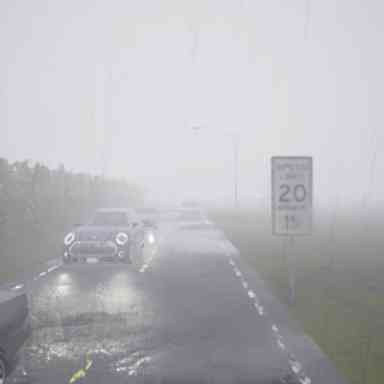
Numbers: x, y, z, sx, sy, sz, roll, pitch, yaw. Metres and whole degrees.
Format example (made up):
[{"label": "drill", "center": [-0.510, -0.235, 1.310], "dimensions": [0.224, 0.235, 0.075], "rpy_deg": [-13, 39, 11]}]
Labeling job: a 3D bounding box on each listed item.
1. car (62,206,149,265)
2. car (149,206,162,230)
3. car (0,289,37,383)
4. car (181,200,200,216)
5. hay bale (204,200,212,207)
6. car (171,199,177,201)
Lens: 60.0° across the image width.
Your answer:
[{"label": "car", "center": [-2.940, 1.403, 11.920], "dimensions": [2.097, 1.767, 4.553], "rpy_deg": [0, 0, -1]}, {"label": "car", "center": [-3.019, 1.643, 22.228], "dimensions": [2.033, 1.411, 5.357], "rpy_deg": [0, 0, -1]}, {"label": "car", "center": [-2.832, 1.561, 1.919], "dimensions": [2.033, 1.411, 5.357], "rpy_deg": [0, 0, -2]}, {"label": "car", "center": [-0.166, 1.741, 34.100], "dimensions": [1.895, 1.301, 4.718], "rpy_deg": [0, 0, 0]}, {"label": "hay bale", "center": [2.639, 1.883, 55.850], "dimensions": [1.220, 1.180, 1.240], "rpy_deg": [0, 0, -1]}, {"label": "car", "center": [-4.172, 1.793, 77.571], "dimensions": [2.033, 1.411, 5.357], "rpy_deg": [0, 0, -4]}]
